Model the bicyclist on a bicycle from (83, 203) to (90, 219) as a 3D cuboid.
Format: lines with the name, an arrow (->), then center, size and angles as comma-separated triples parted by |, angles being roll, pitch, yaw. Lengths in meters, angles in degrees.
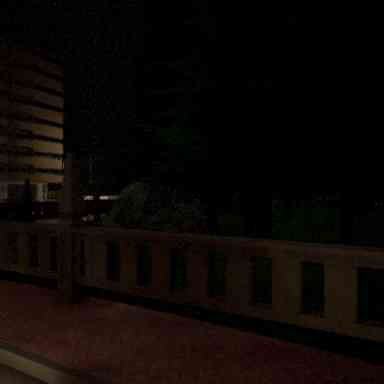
bicyclist on a bicycle -> -8.281, 1.246, 25.045 | 1.656, 1.620, 0.582 | 0, 0, 26

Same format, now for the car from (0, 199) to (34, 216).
car -> -17.337, 1.400, 31.540 | 2.128, 1.511, 4.902 | 0, 0, 26
